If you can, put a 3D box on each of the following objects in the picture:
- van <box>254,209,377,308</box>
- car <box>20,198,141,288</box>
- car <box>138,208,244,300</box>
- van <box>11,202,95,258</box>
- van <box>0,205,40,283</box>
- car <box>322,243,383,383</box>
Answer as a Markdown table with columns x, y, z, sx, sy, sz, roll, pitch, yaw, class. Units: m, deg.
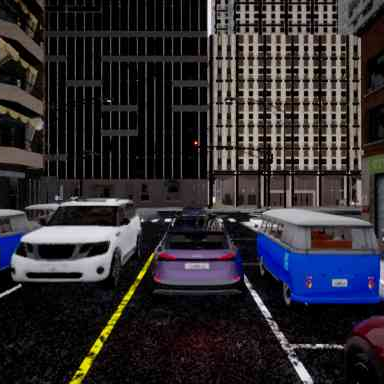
| x | y | z | sx | sy | sz | roll | pitch | yaw | class |
| --- | --- | --- | --- | --- | --- | --- | --- | --- | --- |
| 2.568 | 1.343 | 7.625 | 1.690 | 1.788 | 3.998 | 0 | 0 | 0 | van |
| -2.825 | 1.225 | 9.579 | 2.150 | 2.045 | 5.566 | 0 | 0 | 0 | car |
| 0.098 | 1.432 | 8.381 | 2.033 | 1.649 | 4.856 | 0 | 0 | 0 | car |
| -5.314 | 1.346 | 13.308 | 1.690 | 1.788 | 3.998 | 0 | 0 | 0 | van |
| -5.312 | 1.343 | 7.618 | 1.690 | 1.788 | 3.998 | 0 | 0 | 0 | van |
| 2.569 | 1.440 | 1.935 | 1.967 | 1.590 | 4.097 | 0 | 0 | 0 | car |
